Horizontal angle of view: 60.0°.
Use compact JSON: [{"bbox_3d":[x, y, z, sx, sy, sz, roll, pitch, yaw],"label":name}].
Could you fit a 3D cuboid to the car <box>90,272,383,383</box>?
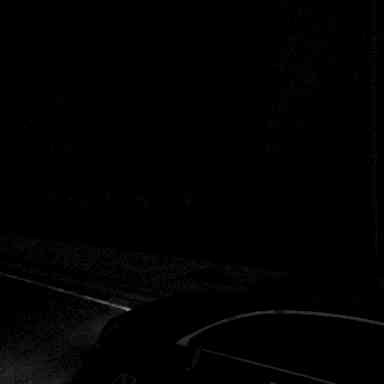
[{"bbox_3d":[1.161,1.506,2.857,4.892,1.490,1.837,-1,-1,35],"label":"car"}]
